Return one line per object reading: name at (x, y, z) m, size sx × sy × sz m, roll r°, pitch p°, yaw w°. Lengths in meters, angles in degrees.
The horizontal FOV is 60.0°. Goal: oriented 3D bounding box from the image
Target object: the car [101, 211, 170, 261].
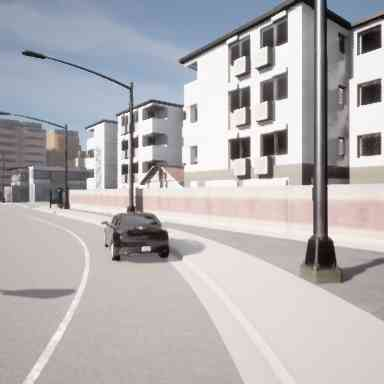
car at (-2.189, 1.492, 12.417) m, size 1.837 × 1.490 × 4.892 m, roll 0°, pitch 0°, yaw -19°
